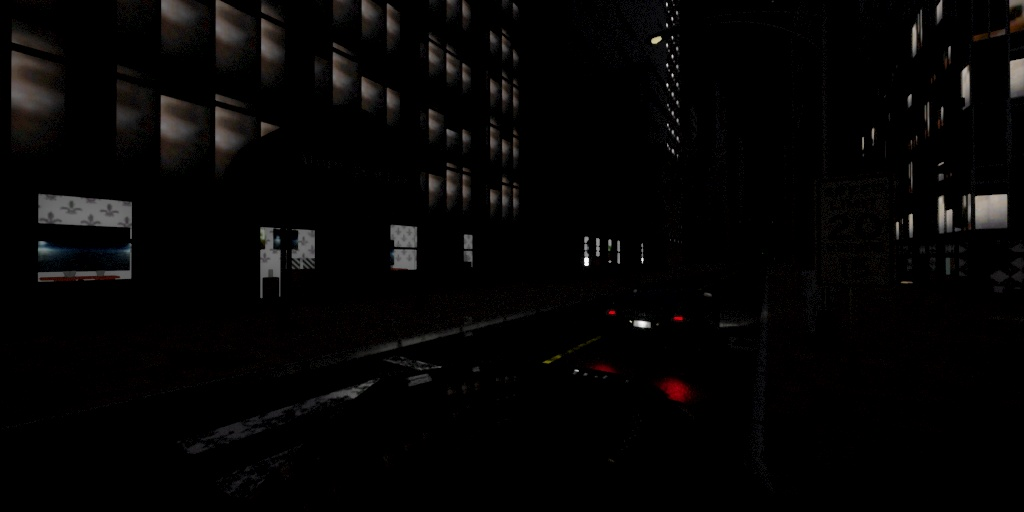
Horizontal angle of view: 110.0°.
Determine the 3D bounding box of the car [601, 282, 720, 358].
[{"bbox_3d":[3.746,1.322,8.735,1.994,1.385,4.181,0,0,36],"label":"car"}]
